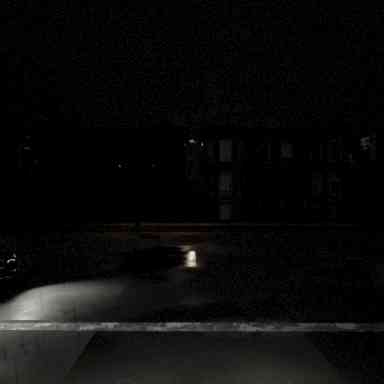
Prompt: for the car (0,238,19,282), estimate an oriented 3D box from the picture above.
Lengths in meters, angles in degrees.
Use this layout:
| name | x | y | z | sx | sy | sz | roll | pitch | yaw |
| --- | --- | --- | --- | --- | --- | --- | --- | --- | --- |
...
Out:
| name | x | y | z | sx | sy | sz | roll | pitch | yaw |
| --- | --- | --- | --- | --- | --- | --- | --- | --- | --- |
| car | -6.383 | 1.499 | 8.448 | 4.892 | 1.490 | 1.837 | 0 | -3 | 33 |
